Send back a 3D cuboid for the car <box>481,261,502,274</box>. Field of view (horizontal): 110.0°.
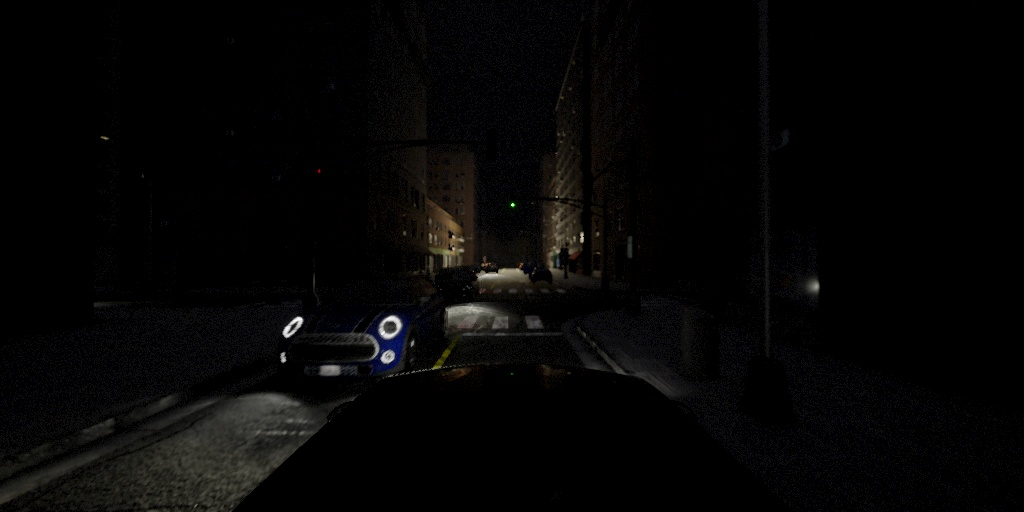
[{"bbox_3d":[-2.936,1.873,52.783,2.128,1.511,4.902,0,-1,0],"label":"car"}]

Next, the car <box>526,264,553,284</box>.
[{"bbox_3d":[2.532,1.663,31.192,2.007,1.370,4.403,0,0,0],"label":"car"}]

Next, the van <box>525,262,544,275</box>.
[{"bbox_3d":[2.511,1.523,36.873,1.690,1.789,3.998,0,0,0],"label":"van"}]

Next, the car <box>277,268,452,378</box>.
[{"bbox_3d":[-2.768,1.170,7.688,2.097,1.767,4.553,0,-1,0],"label":"car"}]

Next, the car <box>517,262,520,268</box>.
[{"bbox_3d":[2.404,2.104,65.283,1.802,1.307,4.207,0,0,0],"label":"car"}]

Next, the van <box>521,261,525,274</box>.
[{"bbox_3d":[2.468,1.660,48.237,1.690,1.789,3.998,0,0,0],"label":"van"}]

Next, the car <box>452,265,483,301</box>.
[{"bbox_3d":[-2.813,1.462,19.170,1.882,1.535,5.008,0,-1,0],"label":"car"}]
